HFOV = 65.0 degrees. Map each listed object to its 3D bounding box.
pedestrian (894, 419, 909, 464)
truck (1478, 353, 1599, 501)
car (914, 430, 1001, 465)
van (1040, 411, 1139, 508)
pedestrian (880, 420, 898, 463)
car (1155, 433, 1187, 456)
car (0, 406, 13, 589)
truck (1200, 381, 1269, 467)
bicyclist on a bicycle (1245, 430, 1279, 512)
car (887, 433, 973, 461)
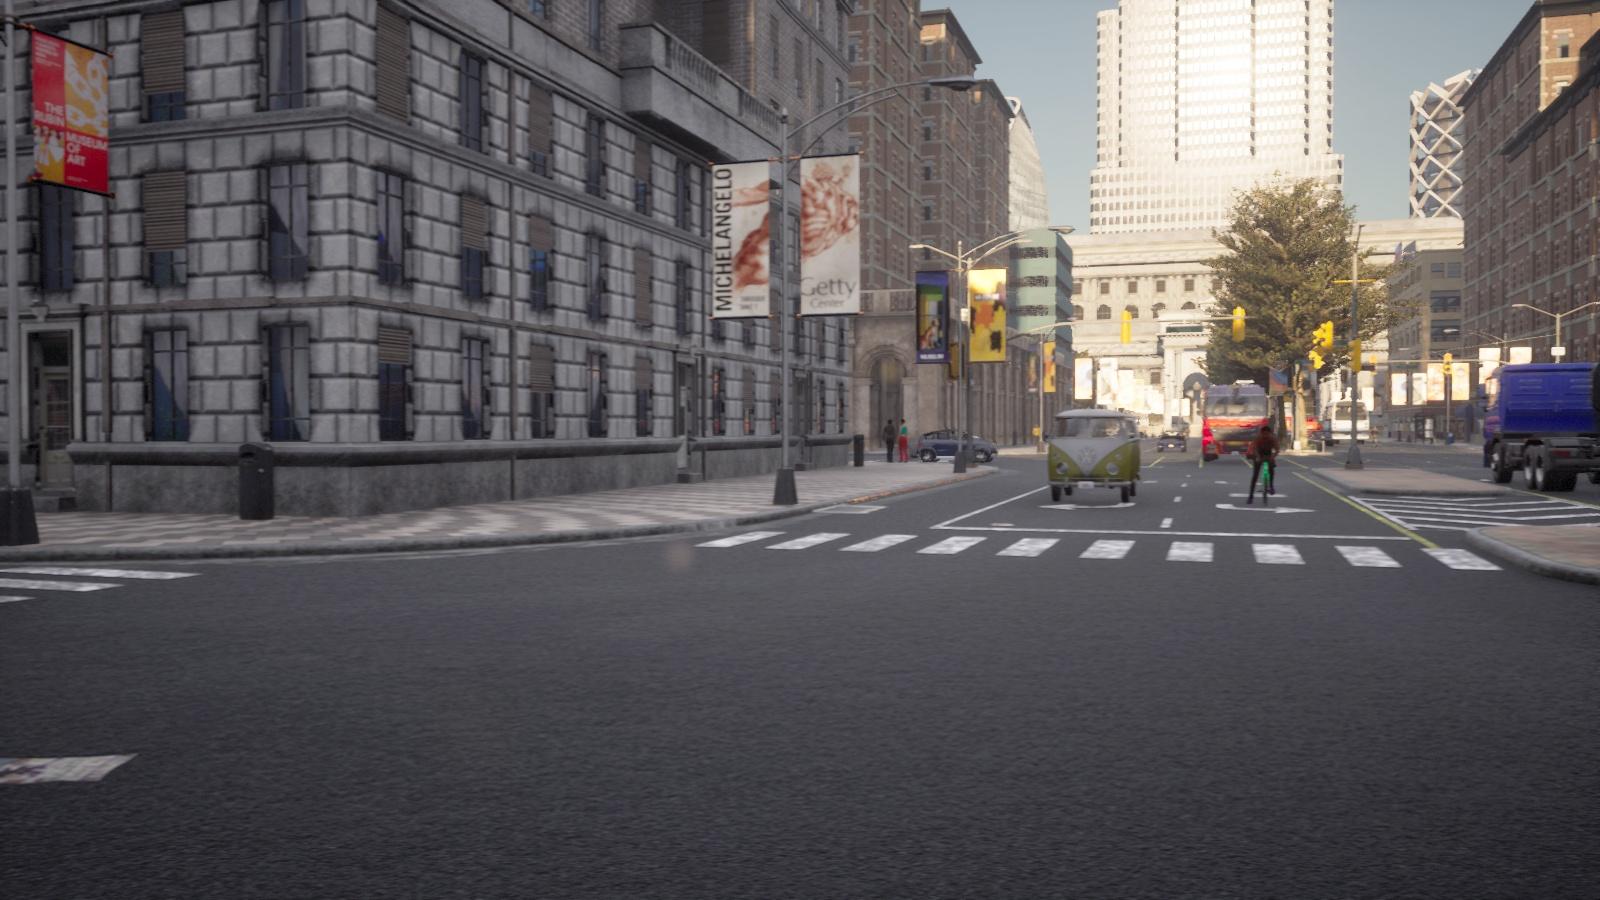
[{"bbox_3d":[4.220,-0.359,52.149,0.345,1.836,0.594,0,1,-28],"label":"pedestrian"},{"bbox_3d":[20.282,-0.595,33.060,2.891,3.462,7.936,1,1,18],"label":"truck"},{"bbox_3d":[7.315,-0.121,58.220,3.705,1.549,1.789,1,1,18],"label":"car"},{"bbox_3d":[6.550,0.148,28.097,1.775,1.987,4.442,1,1,18],"label":"van"},{"bbox_3d":[3.735,-0.371,52.705,0.328,1.805,0.869,1,1,33],"label":"pedestrian"},{"bbox_3d":[24.691,-0.410,83.486,1.816,1.474,4.193,1,1,19],"label":"car"},{"bbox_3d":[-9.615,0.443,10.536,4.611,1.667,2.242,0,1,1],"label":"car"},{"bbox_3d":[20.843,-1.229,60.493,2.891,3.827,8.468,1,1,18],"label":"truck"},{"bbox_3d":[9.453,0.403,25.720,0.582,1.620,1.656,1,1,18],"label":"bicyclist on a bicycle"},{"bbox_3d":[6.816,-0.163,65.733,4.181,1.385,1.994,1,1,18],"label":"car"}]
